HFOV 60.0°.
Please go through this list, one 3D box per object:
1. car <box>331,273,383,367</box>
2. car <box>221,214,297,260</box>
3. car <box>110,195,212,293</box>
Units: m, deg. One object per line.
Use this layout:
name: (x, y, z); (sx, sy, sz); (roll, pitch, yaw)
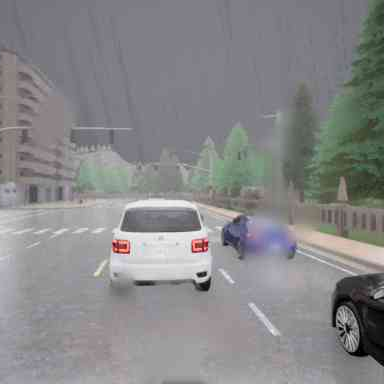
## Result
car: (3.117, 1.492, 3.177); (2.128, 1.511, 4.902); (0, 0, -3)
car: (2.333, 1.526, 12.404); (1.812, 1.442, 4.674); (0, 0, -6)
car: (-0.809, 1.221, 9.042); (2.150, 2.045, 5.566); (0, 0, -5)
